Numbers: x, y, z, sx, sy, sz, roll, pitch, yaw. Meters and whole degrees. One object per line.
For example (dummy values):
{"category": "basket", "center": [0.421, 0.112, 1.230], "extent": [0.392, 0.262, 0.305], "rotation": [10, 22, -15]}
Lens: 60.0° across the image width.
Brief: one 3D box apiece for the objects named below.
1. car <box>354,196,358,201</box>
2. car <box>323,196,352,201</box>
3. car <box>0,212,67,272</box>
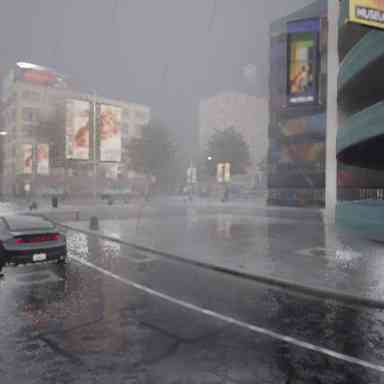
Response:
{"category": "car", "center": [25.261, 1.379, 53.596], "extent": [4.786, 1.482, 2.161], "rotation": [0, 0, -39]}
{"category": "car", "center": [18.369, 1.272, 42.722], "extent": [4.674, 1.452, 2.002], "rotation": [0, 0, -39]}
{"category": "car", "center": [-5.474, 1.378, 10.395], "extent": [1.837, 1.490, 4.892], "rotation": [0, 1, -40]}
